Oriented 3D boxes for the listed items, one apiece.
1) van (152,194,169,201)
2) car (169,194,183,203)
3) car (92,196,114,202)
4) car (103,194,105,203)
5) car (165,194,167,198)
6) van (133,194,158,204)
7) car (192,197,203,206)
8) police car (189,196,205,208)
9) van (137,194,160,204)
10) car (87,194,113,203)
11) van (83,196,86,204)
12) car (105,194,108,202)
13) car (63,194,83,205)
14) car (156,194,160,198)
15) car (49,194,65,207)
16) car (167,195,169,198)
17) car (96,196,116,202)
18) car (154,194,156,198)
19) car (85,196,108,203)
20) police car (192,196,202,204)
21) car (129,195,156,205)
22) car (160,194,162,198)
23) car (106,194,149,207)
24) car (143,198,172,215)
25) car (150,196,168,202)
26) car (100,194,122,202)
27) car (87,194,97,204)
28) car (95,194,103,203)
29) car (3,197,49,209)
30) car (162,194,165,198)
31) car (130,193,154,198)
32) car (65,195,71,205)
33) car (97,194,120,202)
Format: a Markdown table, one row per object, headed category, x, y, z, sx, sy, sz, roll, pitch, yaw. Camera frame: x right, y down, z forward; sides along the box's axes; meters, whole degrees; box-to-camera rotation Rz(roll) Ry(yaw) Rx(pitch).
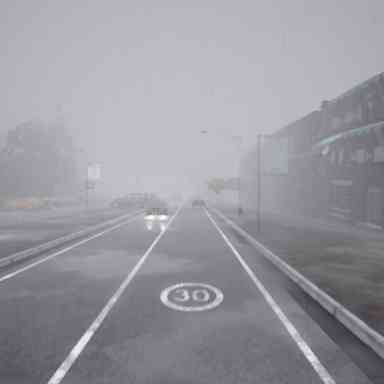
| category | x | y | z | sx | sy | sz | roll | pitch | yaw |
| --- | --- | --- | --- | --- | --- | --- | --- | --- | --- |
| van | -8.818 | 1.660 | 93.744 | 4.442 | 1.987 | 1.878 | 0 | -1 | 0 |
| car | -3.288 | 1.380 | 74.465 | 2.150 | 2.045 | 5.566 | 0 | -1 | 0 |
| car | -21.987 | 1.749 | 82.319 | 5.008 | 1.535 | 2.097 | 0 | -1 | 0 |
| car | -21.966 | 1.639 | 71.180 | 5.008 | 1.535 | 2.097 | 0 | -1 | 0 |
| car | -8.926 | 1.415 | 74.125 | 5.566 | 2.045 | 2.435 | 0 | -1 | 0 |
| van | -8.763 | 1.336 | 62.912 | 4.442 | 1.987 | 1.878 | 0 | -1 | 0 |
| car | 0.945 | 1.564 | 58.679 | 1.837 | 1.490 | 4.892 | 0 | -1 | 0 |
| police car | 0.950 | 1.409 | 48.771 | 1.930 | 1.638 | 5.238 | 0 | 0 | 0 |
| van | -9.004 | 1.388 | 68.518 | 4.442 | 1.987 | 1.878 | 0 | -1 | 0 |
| car | -21.959 | 1.467 | 79.535 | 5.566 | 2.045 | 2.435 | 0 | -1 | 0 |
| van | -22.072 | 1.309 | 60.038 | 4.442 | 1.987 | 1.878 | 0 | 0 | 0 |
| car | -21.948 | 1.694 | 73.964 | 4.792 | 1.488 | 2.163 | 0 | -1 | 0 |
| car | -21.922 | 1.386 | 57.257 | 4.553 | 1.767 | 2.185 | 0 | 0 | 0 |
| car | -8.902 | 1.262 | 57.307 | 5.566 | 2.045 | 2.435 | 0 | 0 | 0 |
| car | -21.956 | 1.458 | 48.901 | 5.008 | 1.535 | 2.097 | 0 | 0 | 0 |
| car | -8.913 | 1.782 | 85.335 | 5.008 | 1.535 | 2.097 | 0 | -1 | 0 |
| car | -21.995 | 1.818 | 84.979 | 4.674 | 1.452 | 2.002 | 0 | -1 | 0 |
| car | -8.878 | 1.492 | 54.500 | 4.892 | 1.521 | 2.231 | 0 | 0 | 0 |
| car | -22.011 | 1.720 | 76.749 | 4.792 | 1.488 | 2.163 | 0 | -1 | 0 |
| police car | 0.942 | 1.540 | 64.798 | 1.930 | 1.638 | 5.238 | 0 | -1 | 0 |
| car | -8.844 | 1.410 | 60.107 | 4.553 | 1.767 | 2.185 | 0 | -1 | 0 |
| car | -8.877 | 1.589 | 65.714 | 4.892 | 1.521 | 2.231 | 0 | -1 | 0 |
| car | -8.865 | 1.449 | 46.095 | 4.892 | 1.521 | 2.231 | 0 | 0 | 0 |
| car | -3.360 | 1.542 | 33.118 | 1.994 | 1.385 | 4.181 | 0 | 0 | 0 |
| car | -8.958 | 1.880 | 90.938 | 4.792 | 1.488 | 2.163 | 0 | -1 | 0 |
| car | -21.980 | 1.595 | 90.551 | 5.566 | 2.045 | 2.435 | 0 | -1 | 0 |
| car | -21.960 | 1.627 | 65.608 | 4.674 | 1.452 | 2.002 | 0 | -1 | 0 |
| car | -21.782 | 1.610 | 68.394 | 5.366 | 1.575 | 1.946 | 0 | -1 | 0 |
| car | -21.946 | 1.439 | 43.333 | 5.008 | 1.535 | 2.097 | 0 | 0 | 0 |
| car | -8.887 | 1.640 | 71.319 | 5.008 | 1.535 | 2.097 | 0 | -1 | 0 |
| car | -8.900 | 1.208 | 48.897 | 5.566 | 2.045 | 2.435 | 0 | 0 | 0 |
| car | -21.953 | 1.513 | 51.688 | 4.674 | 1.452 | 2.002 | 0 | 0 | 0 |
| car | -21.974 | 1.561 | 87.890 | 5.566 | 2.045 | 2.435 | 0 | -1 | 0 |
